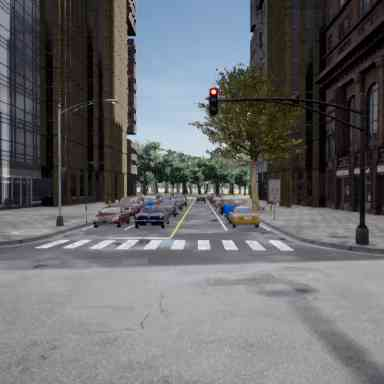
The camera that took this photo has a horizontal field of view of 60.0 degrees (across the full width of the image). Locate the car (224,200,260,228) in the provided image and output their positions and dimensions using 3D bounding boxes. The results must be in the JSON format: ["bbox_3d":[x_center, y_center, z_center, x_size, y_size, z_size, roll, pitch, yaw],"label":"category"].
[{"bbox_3d":[3.346,1.508,21.922,1.752,1.417,4.829,-1,0,1],"label":"car"}]

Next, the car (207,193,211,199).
[{"bbox_3d":[4.335,1.211,61.494,2.192,1.841,5.009,-1,0,1],"label":"car"}]

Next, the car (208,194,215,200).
[{"bbox_3d":[4.909,1.355,84.374,1.752,1.417,4.829,0,0,1],"label":"car"}]

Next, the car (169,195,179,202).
[{"bbox_3d":[-3.901,1.446,73.058,1.802,1.307,4.206,0,0,1],"label":"car"}]

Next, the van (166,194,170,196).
[{"bbox_3d":[-4.330,1.252,56.024,1.690,1.788,3.998,0,0,1],"label":"van"}]

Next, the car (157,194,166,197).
[{"bbox_3d":[-4.757,1.269,38.991,2.192,1.841,5.009,-1,0,1],"label":"car"}]

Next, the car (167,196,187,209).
[{"bbox_3d":[-2.032,1.551,40.530,1.895,1.301,4.718,0,0,2],"label":"car"}]

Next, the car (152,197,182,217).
[{"bbox_3d":[-2.269,1.474,31.223,1.837,1.490,4.892,0,0,2],"label":"car"}]

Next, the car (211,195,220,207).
[{"bbox_3d":[3.915,1.465,44.633,1.752,1.417,4.829,-1,0,1],"label":"car"}]

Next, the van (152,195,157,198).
[{"bbox_3d":[-4.899,1.306,33.313,1.690,1.788,3.998,-1,0,1],"label":"van"}]

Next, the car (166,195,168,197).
[{"bbox_3d":[-4.612,1.491,44.669,2.008,1.369,4.403,-1,0,1],"label":"car"}]

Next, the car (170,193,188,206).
[{"bbox_3d":[-1.744,1.277,50.634,2.097,1.767,4.553,0,0,2],"label":"car"}]

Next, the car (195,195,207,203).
[{"bbox_3d":[1.791,1.389,65.894,1.837,1.490,4.892,0,0,1],"label":"car"}]

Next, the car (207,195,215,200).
[{"bbox_3d":[5.048,1.379,89.881,1.947,1.339,4.313,0,0,1],"label":"car"}]

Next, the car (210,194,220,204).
[{"bbox_3d":[4.053,1.471,50.140,1.887,1.381,4.507,-1,0,1],"label":"car"}]

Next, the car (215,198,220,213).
[{"bbox_3d":[3.626,1.531,33.108,1.947,1.339,4.313,-1,0,1],"label":"car"}]

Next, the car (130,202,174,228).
[{"bbox_3d":[-2.508,1.584,21.887,1.895,1.301,4.718,0,0,2],"label":"car"}]

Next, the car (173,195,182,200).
[{"bbox_3d":[-3.617,1.375,84.414,1.887,1.381,4.507,0,0,1],"label":"car"}]

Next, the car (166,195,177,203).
[{"bbox_3d":[-4.044,1.425,67.380,1.887,1.381,4.507,0,0,1],"label":"car"}]

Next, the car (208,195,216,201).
[{"bbox_3d":[4.764,1.429,78.527,1.802,1.307,4.206,0,0,1],"label":"car"}]

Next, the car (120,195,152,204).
[{"bbox_3d":[-5.042,1.290,27.635,2.192,1.841,5.009,-1,0,1],"label":"car"}]

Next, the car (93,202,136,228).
[{"bbox_3d":[-5.181,1.565,21.956,1.802,1.307,4.206,-1,0,1],"label":"car"}]

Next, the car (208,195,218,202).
[{"bbox_3d":[4.621,1.415,72.849,2.008,1.369,4.403,0,0,1],"label":"car"}]

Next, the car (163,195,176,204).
[{"bbox_3d":[-4.187,1.336,61.702,1.967,1.590,4.097,0,0,1],"label":"car"}]

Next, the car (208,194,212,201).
[{"bbox_3d":[4.195,1.462,55.817,2.008,1.369,4.403,-1,0,1],"label":"car"}]

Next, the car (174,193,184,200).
[{"bbox_3d":[-3.477,1.128,90.091,2.192,1.841,5.009,0,0,1],"label":"car"}]

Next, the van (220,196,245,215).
[{"bbox_3d":[3.482,1.316,27.430,1.690,1.788,3.998,-1,0,1],"label":"van"}]
